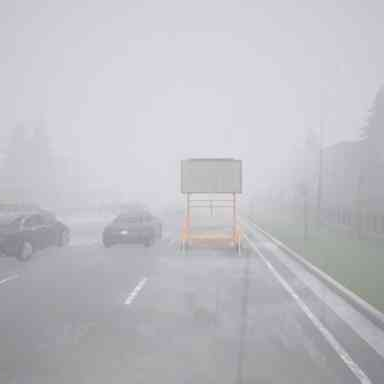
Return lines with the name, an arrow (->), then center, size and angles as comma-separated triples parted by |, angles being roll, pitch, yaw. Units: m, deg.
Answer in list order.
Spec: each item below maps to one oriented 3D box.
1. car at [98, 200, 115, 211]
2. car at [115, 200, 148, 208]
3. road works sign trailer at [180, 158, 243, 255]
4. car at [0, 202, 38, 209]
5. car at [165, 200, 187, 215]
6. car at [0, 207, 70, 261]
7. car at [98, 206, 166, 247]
car -> -8.559, 1.523, 35.201 | 1.812, 1.442, 4.674 | 0, 0, 3
car -> -5.266, 1.475, 30.809 | 1.882, 1.535, 5.008 | 0, 0, 3
road works sign trailer -> 0.772, 0.463, 13.290 | 2.380, 3.560, 2.880 | 0, 0, 3
car -> -9.389, 1.350, 18.357 | 2.097, 1.767, 4.553 | 0, 0, 3
car -> -1.628, 1.523, 33.505 | 1.812, 1.442, 4.674 | 0, 0, 3
car -> -6.189, 1.504, 12.231 | 1.837, 1.490, 4.892 | 0, 0, 3
car -> -2.545, 1.562, 15.035 | 1.994, 1.385, 4.181 | 0, 0, 3
